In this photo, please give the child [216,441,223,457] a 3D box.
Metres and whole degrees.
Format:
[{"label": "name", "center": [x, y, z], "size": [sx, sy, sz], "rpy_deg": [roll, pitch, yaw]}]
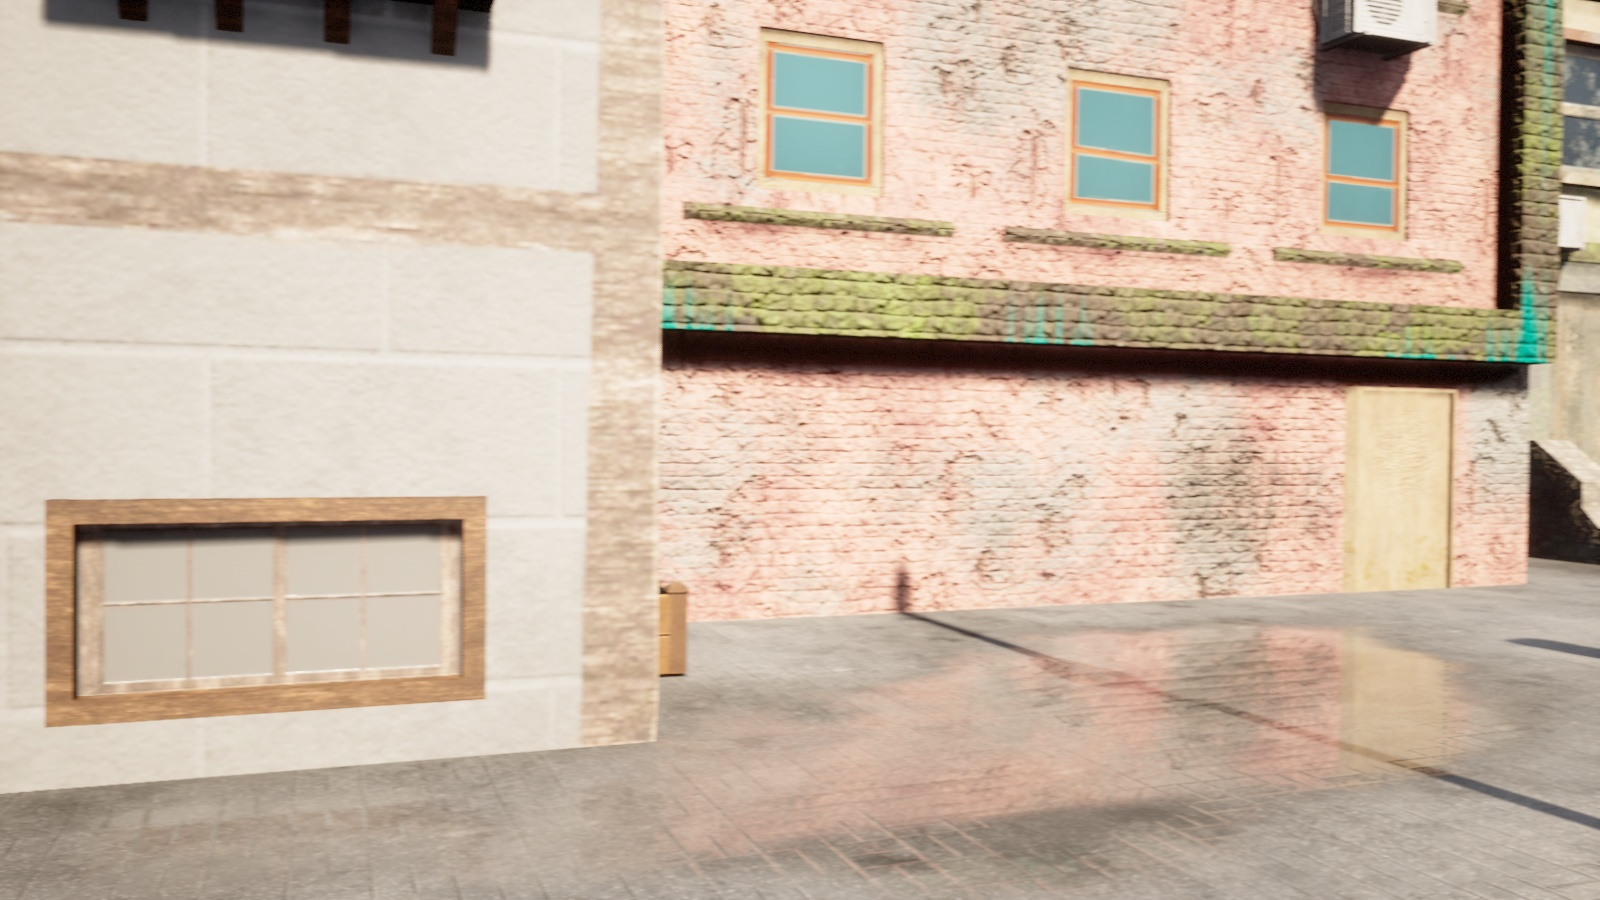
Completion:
[{"label": "child", "center": [-40.018, -0.093, 86.554], "size": [0.394, 1.110, 0.255], "rpy_deg": [-1, 1, -18]}]
